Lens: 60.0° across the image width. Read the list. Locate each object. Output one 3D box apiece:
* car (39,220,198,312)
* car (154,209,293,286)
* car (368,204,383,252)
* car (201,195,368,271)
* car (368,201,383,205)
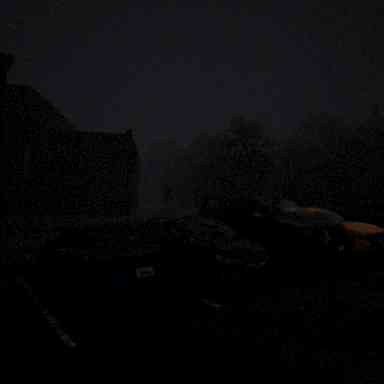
[{"bbox_3d":[-2.201,1.492,7.912,2.163,1.488,4.792,0,0,-35],"label":"car"},{"bbox_3d":[0.074,1.432,9.506,2.231,1.521,4.892,-1,0,-35],"label":"car"},{"bbox_3d":[4.620,1.338,12.747,2.097,1.535,5.008,-1,1,-35],"label":"car"},{"bbox_3d":[2.362,1.138,11.095,2.435,2.045,5.566,-1,1,-35],"label":"car"},{"bbox_3d":[6.901,1.152,14.329,2.185,1.767,4.553,-2,1,-35],"label":"car"}]
